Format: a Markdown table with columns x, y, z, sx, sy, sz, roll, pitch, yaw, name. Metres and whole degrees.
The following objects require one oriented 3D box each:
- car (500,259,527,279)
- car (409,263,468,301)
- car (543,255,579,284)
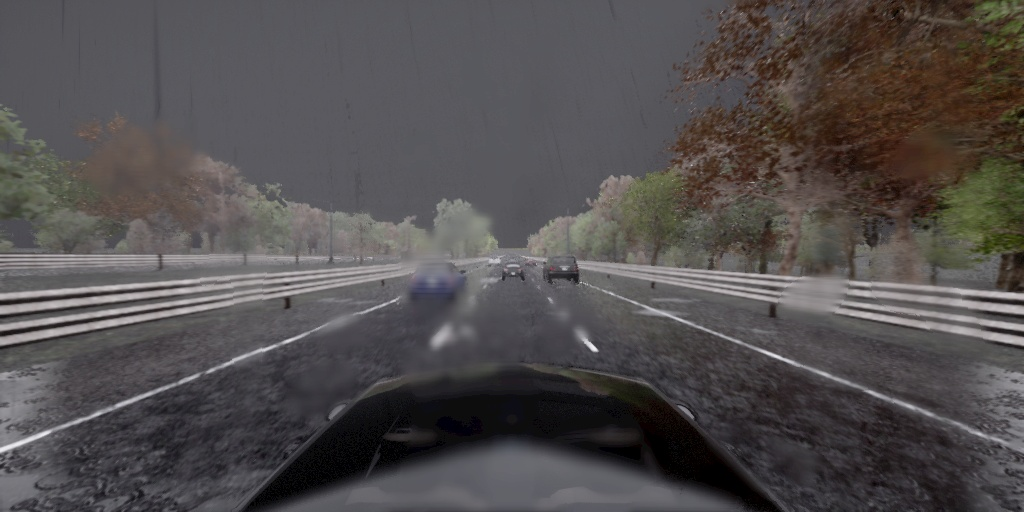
| x | y | z | sx | sy | sz | roll | pitch | yaw | name |
| --- | --- | --- | --- | --- | --- | --- | --- | --- | --- |
| 0.096 | 1.268 | 31.752 | 1.812 | 1.442 | 4.674 | 0 | 0 | 0 | car |
| -3.402 | 1.099 | 17.432 | 2.097 | 1.767 | 4.553 | 0 | 0 | 0 | car |
| 3.596 | 0.966 | 26.911 | 2.150 | 2.045 | 5.566 | 0 | 0 | 0 | car |
